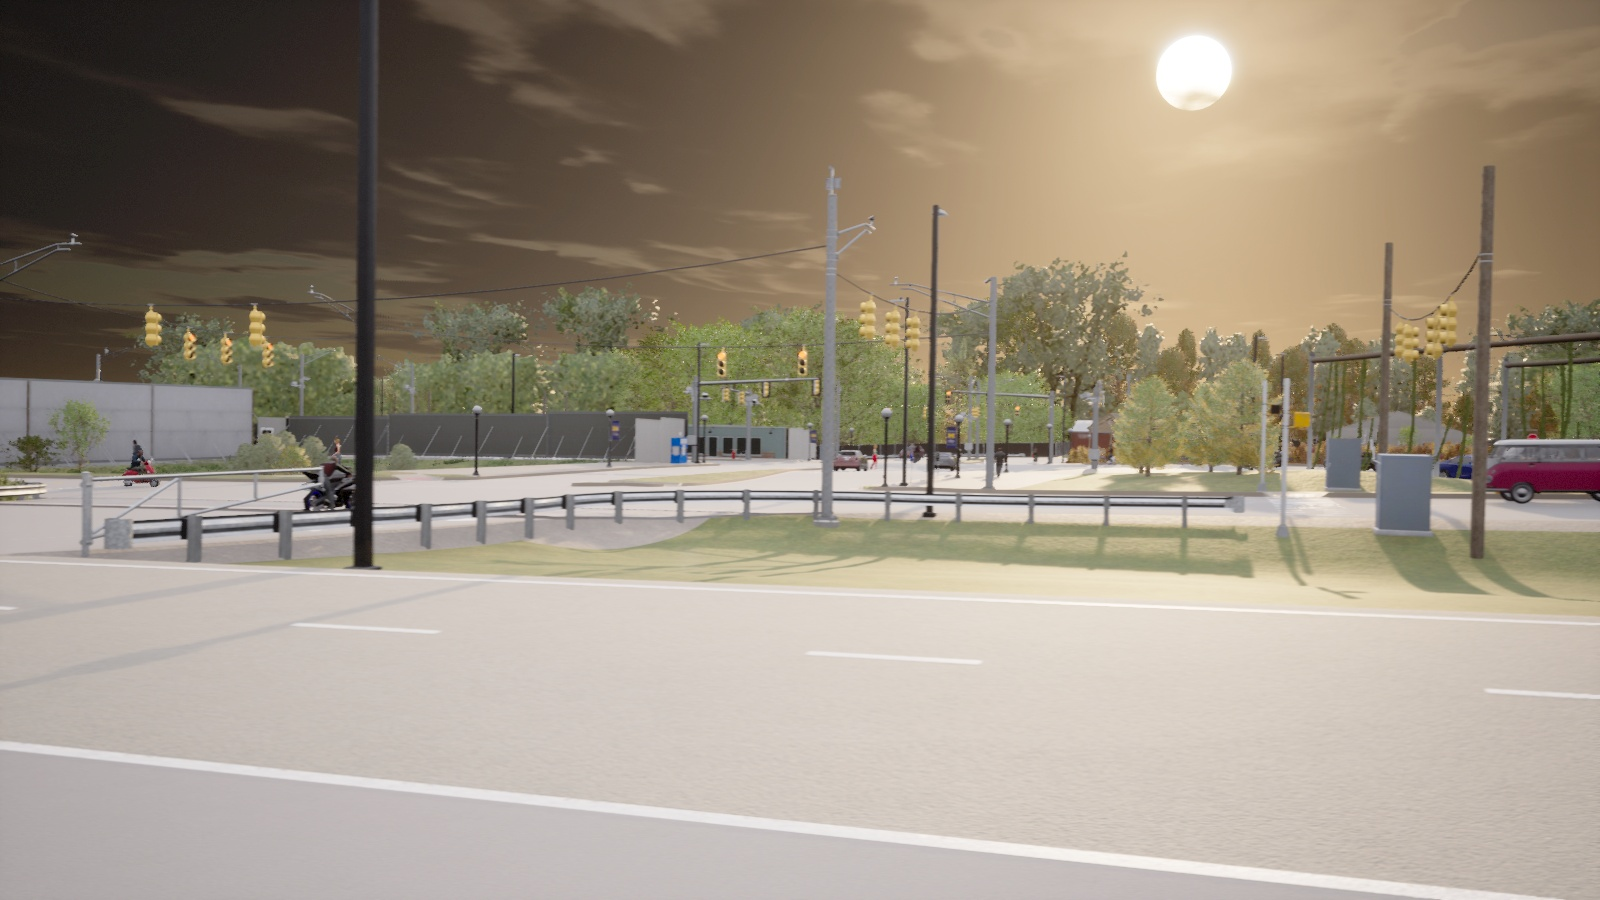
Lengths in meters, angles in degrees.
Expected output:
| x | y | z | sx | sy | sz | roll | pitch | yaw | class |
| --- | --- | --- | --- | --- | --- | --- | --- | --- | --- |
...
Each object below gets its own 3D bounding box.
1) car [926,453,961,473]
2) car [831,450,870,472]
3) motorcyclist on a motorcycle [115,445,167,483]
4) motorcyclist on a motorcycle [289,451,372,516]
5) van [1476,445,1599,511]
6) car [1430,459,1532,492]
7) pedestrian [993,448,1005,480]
| x | y | z | sx | sy | sz | roll | pitch | yaw | class |
| --- | --- | --- | --- | --- | --- | --- | --- | --- | --- |
| 10.515 | 0.925 | 91.856 | 1.994 | 1.385 | 4.181 | 1 | 0 | 14 | car |
| 3.587 | 0.741 | 88.139 | 1.970 | 1.475 | 3.806 | 1 | 0 | 14 | car |
| -27.786 | 0.582 | 52.938 | 1.817 | 1.590 | 0.866 | 1 | 1 | 15 | motorcyclist on a motorcycle |
| -12.242 | 0.845 | 32.837 | 0.866 | 1.530 | 2.191 | 1 | 2 | 16 | motorcyclist on a motorcycle |
| 23.828 | 0.836 | 39.336 | 4.442 | 1.987 | 1.775 | 0 | 1 | 18 | van |
| 34.650 | 1.255 | 64.073 | 1.882 | 1.535 | 5.008 | 1 | 0 | -8 | car |
| 11.759 | 0.818 | 74.344 | 0.563 | 1.883 | 0.849 | 2 | 1 | 14 | pedestrian |
